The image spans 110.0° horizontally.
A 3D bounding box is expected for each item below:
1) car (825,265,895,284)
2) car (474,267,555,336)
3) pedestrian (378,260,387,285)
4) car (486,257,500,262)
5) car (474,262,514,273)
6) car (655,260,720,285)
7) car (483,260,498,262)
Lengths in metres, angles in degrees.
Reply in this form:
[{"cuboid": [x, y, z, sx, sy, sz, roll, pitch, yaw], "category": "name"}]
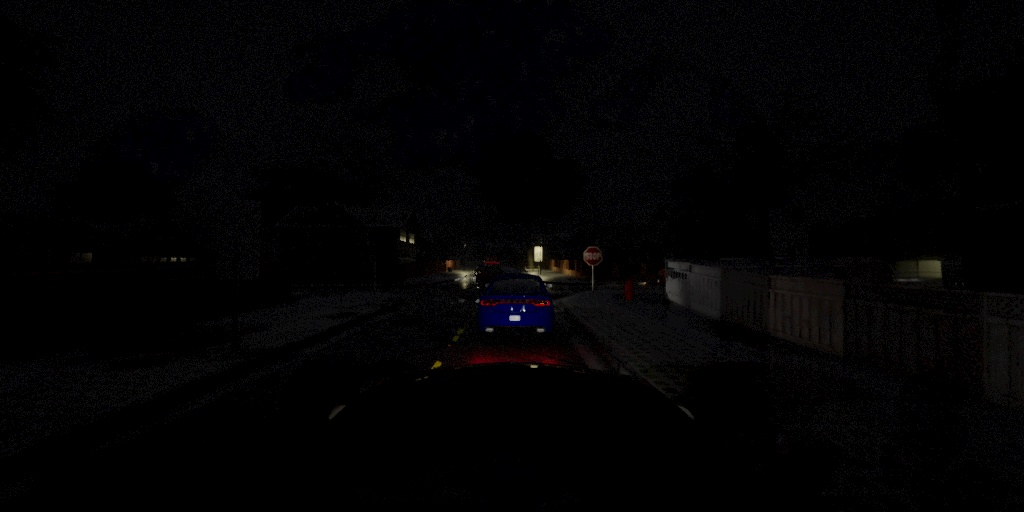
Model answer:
[{"cuboid": [21.686, 0.905, 23.245, 4.553, 1.767, 2.097, -1, -2, 1], "category": "car"}, {"cuboid": [0.175, 1.241, 10.472, 1.882, 1.535, 5.008, 0, 0, 3], "category": "car"}, {"cuboid": [-9.651, 1.200, 26.591, 0.375, 1.860, 0.375, 0, -1, 1], "category": "pedestrian"}, {"cuboid": [-2.910, 1.219, 52.014, 2.150, 2.045, 5.566, 0, -1, -4], "category": "car"}, {"cuboid": [-0.449, 1.309, 22.186, 1.812, 1.442, 4.674, -2, 1, -40], "category": "car"}, {"cuboid": [11.783, 1.028, 23.383, 4.553, 1.767, 2.097, -1, -2, 1], "category": "car"}, {"cuboid": [-2.825, 1.440, 37.936, 1.994, 1.385, 4.181, 0, 0, 0], "category": "car"}]
